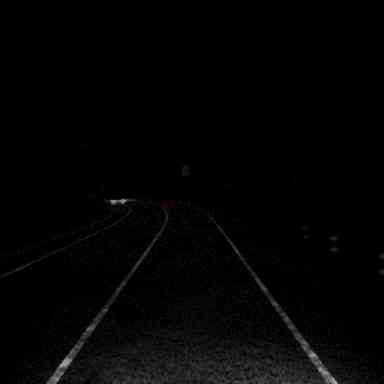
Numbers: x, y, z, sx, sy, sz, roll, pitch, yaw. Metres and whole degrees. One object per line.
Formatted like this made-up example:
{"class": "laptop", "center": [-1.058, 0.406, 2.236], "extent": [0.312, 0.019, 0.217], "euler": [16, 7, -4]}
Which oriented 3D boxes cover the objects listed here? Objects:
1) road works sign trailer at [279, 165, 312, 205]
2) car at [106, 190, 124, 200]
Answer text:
{"class": "road works sign trailer", "center": [8.879, -0.478, 28.348], "extent": [2.880, 2.380, 3.560], "euler": [-19, -22, 5]}
{"class": "car", "center": [-12.421, 0.467, 53.199], "extent": [1.837, 1.490, 4.892], "euler": [-4, 2, -30]}
